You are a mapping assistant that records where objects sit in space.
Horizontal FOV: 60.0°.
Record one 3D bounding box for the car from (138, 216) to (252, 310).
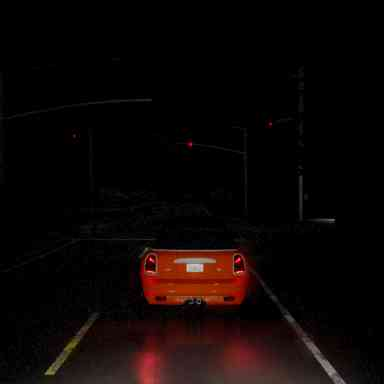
[{"bbox_3d":[0.058,1.352,7.985,2.097,1.767,4.553,0,0,0],"label":"car"}]
